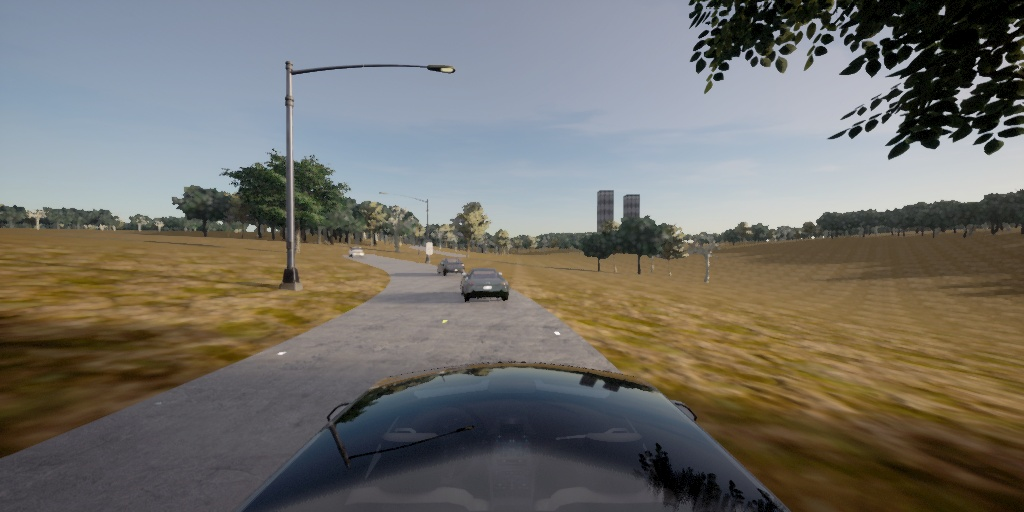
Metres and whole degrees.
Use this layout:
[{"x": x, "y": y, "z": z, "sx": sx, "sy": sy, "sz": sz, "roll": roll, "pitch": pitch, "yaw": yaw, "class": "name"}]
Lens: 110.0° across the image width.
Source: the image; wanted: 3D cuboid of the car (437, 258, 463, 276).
[{"x": -5.377, "y": 0.899, "z": 31.393, "sx": 2.128, "sy": 1.511, "sz": 4.902, "roll": 0, "pitch": 1, "yaw": -20, "class": "car"}]

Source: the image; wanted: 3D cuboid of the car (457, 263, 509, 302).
[{"x": -1.357, "y": 1.242, "z": 16.699, "sx": 1.994, "sy": 1.385, "sz": 4.181, "roll": 0, "pitch": 1, "yaw": -10, "class": "car"}]
